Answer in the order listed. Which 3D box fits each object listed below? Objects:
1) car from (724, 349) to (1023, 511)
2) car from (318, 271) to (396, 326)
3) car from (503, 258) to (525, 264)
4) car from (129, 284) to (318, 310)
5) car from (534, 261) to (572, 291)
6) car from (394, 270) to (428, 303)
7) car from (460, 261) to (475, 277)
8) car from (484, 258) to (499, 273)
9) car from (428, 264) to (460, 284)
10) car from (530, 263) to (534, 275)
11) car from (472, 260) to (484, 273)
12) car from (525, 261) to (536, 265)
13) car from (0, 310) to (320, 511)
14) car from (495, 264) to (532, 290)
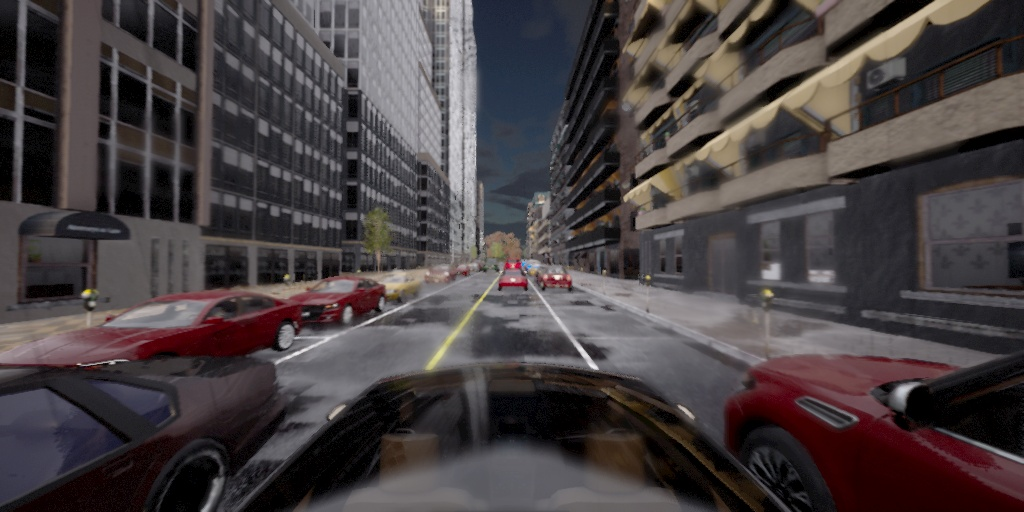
[{"bbox_3d":[2.689,1.060,0.766,2.192,1.841,5.009,0,0,0],"label":"car"},{"bbox_3d":[-5.685,1.367,12.078,1.888,1.381,4.507,0,0,0],"label":"car"},{"bbox_3d":[0.118,1.287,44.597,2.150,2.045,5.566,0,0,0],"label":"car"},{"bbox_3d":[-5.689,1.325,6.421,1.888,1.381,4.507,0,0,0],"label":"car"},{"bbox_3d":[2.702,1.351,23.395,1.967,1.591,4.097,0,0,0],"label":"car"},{"bbox_3d":[-5.682,1.389,17.566,1.751,1.417,4.829,0,0,0],"label":"car"},{"bbox_3d":[-5.670,1.574,40.365,1.888,1.381,4.507,0,0,0],"label":"car"},{"bbox_3d":[-3.037,1.337,52.300,2.150,2.045,5.566,0,0,1],"label":"car"},{"bbox_3d":[-5.676,1.386,29.050,1.967,1.591,4.097,0,0,0],"label":"car"},{"bbox_3d":[2.705,1.518,29.051,1.948,1.339,4.313,0,0,0],"label":"car"},{"bbox_3d":[-5.664,1.663,51.679,2.007,1.370,4.403,0,0,0],"label":"car"},{"bbox_3d":[2.711,1.561,40.536,1.751,1.417,4.829,0,0,0],"label":"car"},{"bbox_3d":[-3.102,1.291,1.162,2.033,1.411,5.357,0,0,0],"label":"car"},{"bbox_3d":[0.083,1.481,24.400,1.994,1.385,4.181,0,0,1],"label":"car"}]
